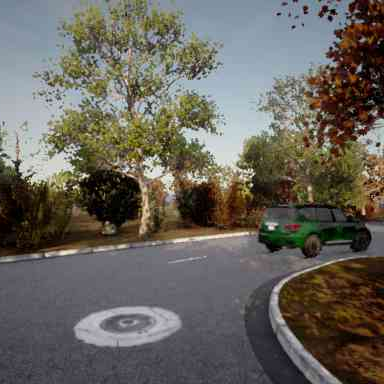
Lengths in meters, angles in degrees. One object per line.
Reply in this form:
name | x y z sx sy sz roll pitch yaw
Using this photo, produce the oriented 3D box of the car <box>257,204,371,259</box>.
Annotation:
car | 5.305 1.559 14.271 5.566 2.045 2.150 2 -3 -33
